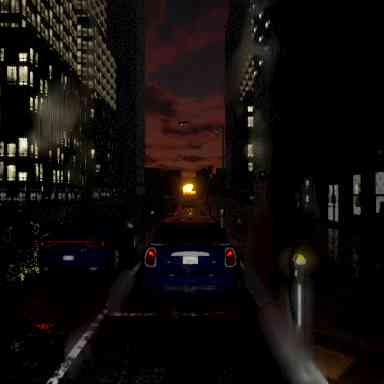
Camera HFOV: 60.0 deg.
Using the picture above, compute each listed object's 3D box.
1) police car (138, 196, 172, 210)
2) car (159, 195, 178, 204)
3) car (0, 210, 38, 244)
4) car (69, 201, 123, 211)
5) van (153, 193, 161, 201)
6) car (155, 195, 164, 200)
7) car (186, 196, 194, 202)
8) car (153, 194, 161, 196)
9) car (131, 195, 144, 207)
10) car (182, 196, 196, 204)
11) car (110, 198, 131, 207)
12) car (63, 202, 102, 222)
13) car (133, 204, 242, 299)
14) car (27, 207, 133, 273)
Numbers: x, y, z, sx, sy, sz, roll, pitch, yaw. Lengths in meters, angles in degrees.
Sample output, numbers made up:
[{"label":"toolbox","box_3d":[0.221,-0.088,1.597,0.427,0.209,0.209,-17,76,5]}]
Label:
[{"label":"police car","box_3d":[-3.134,1.417,28.846,1.930,1.638,5.238,0,0,0]},{"label":"car","box_3d":[-3.027,1.473,45.194,2.128,1.511,4.902,0,0,0]},{"label":"car","box_3d":[-8.827,1.563,15.802,1.947,1.339,4.313,0,0,0]},{"label":"car","box_3d":[-6.238,1.543,21.538,2.033,1.411,5.357,0,0,0]},{"label":"van","box_3d":[-8.799,1.285,84.108,1.690,1.788,3.998,0,0,0]},{"label":"car","box_3d":[-8.798,1.503,89.801,1.947,1.339,4.313,0,0,0]},{"label":"car","box_3d":[-0.422,1.533,78.398,1.802,1.307,4.206,0,0,0]},{"label":"car","box_3d":[-8.802,1.391,78.415,1.967,1.590,4.097,0,0,0]},{"label":"car","box_3d":[-8.813,1.523,49.955,1.887,1.381,4.507,0,0,0]},{"label":"car","box_3d":[-0.435,1.548,44.247,1.947,1.339,4.313,0,0,0]},{"label":"car","box_3d":[-8.818,1.537,38.570,2.008,1.369,4.403,0,0,0]},{"label":"car","box_3d":[-8.822,1.575,27.185,1.802,1.307,4.206,0,0,0]},{"label":"car","box_3d":[-0.029,1.352,8.617,2.097,1.767,4.553,0,0,0]},{"label":"car","box_3d":[-3.043,1.477,10.666,1.882,1.535,5.008,0,0,0]}]
